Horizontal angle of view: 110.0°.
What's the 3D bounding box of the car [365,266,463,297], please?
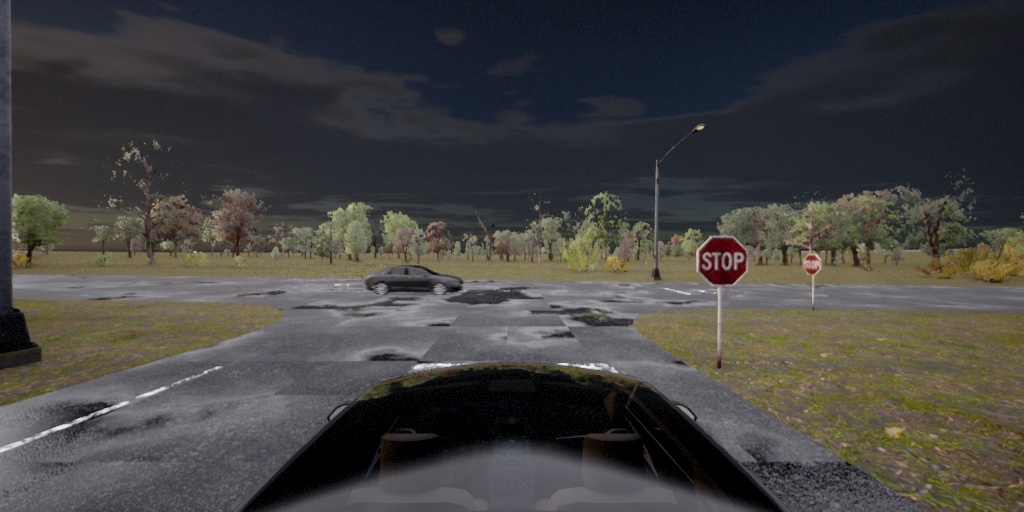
[{"bbox_3d":[-5.001,1.248,18.488,4.892,1.490,1.837,0,0,0],"label":"car"}]
